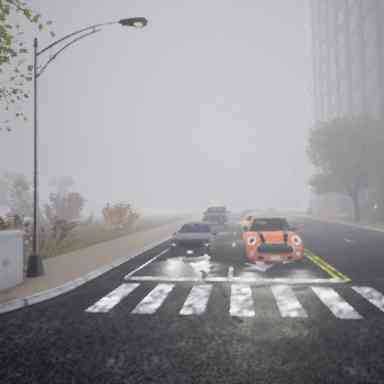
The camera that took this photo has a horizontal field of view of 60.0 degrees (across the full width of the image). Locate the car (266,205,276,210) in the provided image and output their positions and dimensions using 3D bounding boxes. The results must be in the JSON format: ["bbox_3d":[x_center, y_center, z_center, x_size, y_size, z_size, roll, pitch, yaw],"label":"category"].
[{"bbox_3d":[19.405,4.183,81.154,1.837,1.490,4.892,-1,-2,8],"label":"car"}]

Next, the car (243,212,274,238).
[{"bbox_3d":[4.688,2.301,24.148,1.882,1.535,5.008,-1,-2,8],"label":"car"}]

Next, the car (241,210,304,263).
[{"bbox_3d":[3.246,1.816,13.964,2.097,1.767,4.553,-1,-2,8],"label":"car"}]

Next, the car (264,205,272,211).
[{"bbox_3d":[20.859,4.386,91.471,1.837,1.490,4.892,-1,-2,8],"label":"car"}]

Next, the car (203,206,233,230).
[{"bbox_3d":[2.335,2.339,30.755,2.150,2.045,5.566,-1,-2,8],"label":"car"}]

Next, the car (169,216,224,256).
[{"bbox_3d":[0.283,2.151,16.188,2.033,1.411,5.357,-1,-2,8],"label":"car"}]

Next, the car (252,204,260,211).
[{"bbox_3d":[17.634,4.318,91.898,2.097,1.767,4.553,-1,-2,8],"label":"car"}]

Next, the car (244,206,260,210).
[{"bbox_3d":[7.804,3.073,45.764,2.128,1.511,4.902,-1,-2,8],"label":"car"}]

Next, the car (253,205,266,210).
[{"bbox_3d":[16.188,4.285,81.605,2.128,1.511,4.902,-1,-2,8],"label":"car"}]

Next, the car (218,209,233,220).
[{"bbox_3d":[4.781,3.211,47.523,1.837,1.490,4.892,-1,-3,9],"label":"car"}]
